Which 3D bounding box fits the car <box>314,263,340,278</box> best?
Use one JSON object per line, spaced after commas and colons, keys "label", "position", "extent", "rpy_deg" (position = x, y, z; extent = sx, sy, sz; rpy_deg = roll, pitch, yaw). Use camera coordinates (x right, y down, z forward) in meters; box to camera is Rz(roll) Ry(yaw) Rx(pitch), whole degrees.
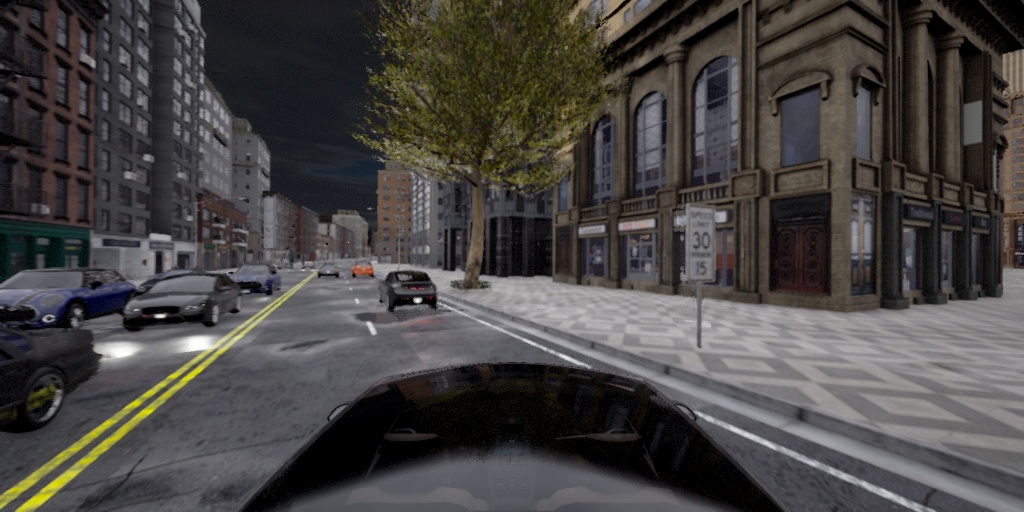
{"label": "car", "position": [-19.019, 1.538, 37.254], "extent": [1.994, 1.385, 4.181], "rpy_deg": [0, 0, -26]}

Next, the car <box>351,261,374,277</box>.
{"label": "car", "position": [-16.331, 1.353, 39.139], "extent": [2.097, 1.767, 4.553], "rpy_deg": [1, -1, -26]}

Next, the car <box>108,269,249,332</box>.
{"label": "car", "position": [-10.102, 1.313, 11.395], "extent": [1.837, 1.490, 4.892], "rpy_deg": [1, -1, -26]}

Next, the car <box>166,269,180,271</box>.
{"label": "car", "position": [-17.487, 1.391, 19.036], "extent": [2.033, 1.411, 5.357], "rpy_deg": [1, -1, -26]}

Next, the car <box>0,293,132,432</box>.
{"label": "car", "position": [-5.752, 1.286, 2.647], "extent": [2.033, 1.411, 5.357], "rpy_deg": [0, -1, -24]}

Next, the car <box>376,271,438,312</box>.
{"label": "car", "position": [-4.491, 1.372, 15.165], "extent": [1.837, 1.490, 4.892], "rpy_deg": [1, -1, -26]}

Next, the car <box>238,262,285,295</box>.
{"label": "car", "position": [-14.362, 1.219, 20.058], "extent": [2.097, 1.767, 4.553], "rpy_deg": [1, -1, -26]}

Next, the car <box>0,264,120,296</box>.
{"label": "car", "position": [-13.281, 1.138, 10.494], "extent": [2.097, 1.767, 4.553], "rpy_deg": [1, -1, -26]}
